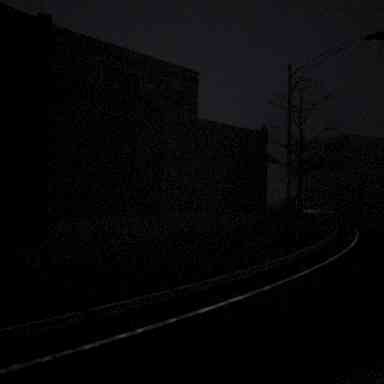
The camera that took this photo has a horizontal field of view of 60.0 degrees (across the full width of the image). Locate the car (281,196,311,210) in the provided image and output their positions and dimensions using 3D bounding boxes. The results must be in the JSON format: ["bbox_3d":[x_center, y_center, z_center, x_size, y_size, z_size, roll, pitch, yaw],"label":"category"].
[{"bbox_3d":[13.738,1.388,44.022,2.097,1.767,4.553,1,0,-13],"label":"car"}]
